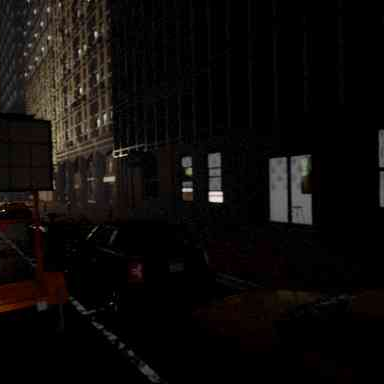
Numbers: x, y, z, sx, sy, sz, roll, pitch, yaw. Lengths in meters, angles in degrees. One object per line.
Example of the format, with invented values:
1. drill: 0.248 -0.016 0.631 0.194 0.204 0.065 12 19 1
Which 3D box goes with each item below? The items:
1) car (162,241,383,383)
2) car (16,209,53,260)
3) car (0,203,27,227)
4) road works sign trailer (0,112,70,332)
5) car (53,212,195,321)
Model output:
1. car: 1.793 1.407 2.748 1.752 1.417 4.829 -2 2 -36
2. car: -4.677 1.389 11.801 2.008 1.369 4.403 -2 2 -36
3. car: -11.244 1.362 20.993 1.947 1.339 4.313 -2 2 -36
4. road works sign trailer: -3.698 0.413 5.748 2.380 3.560 2.880 -2 2 -36
5. car: -1.394 1.300 7.203 1.967 1.590 4.097 -2 2 -36
